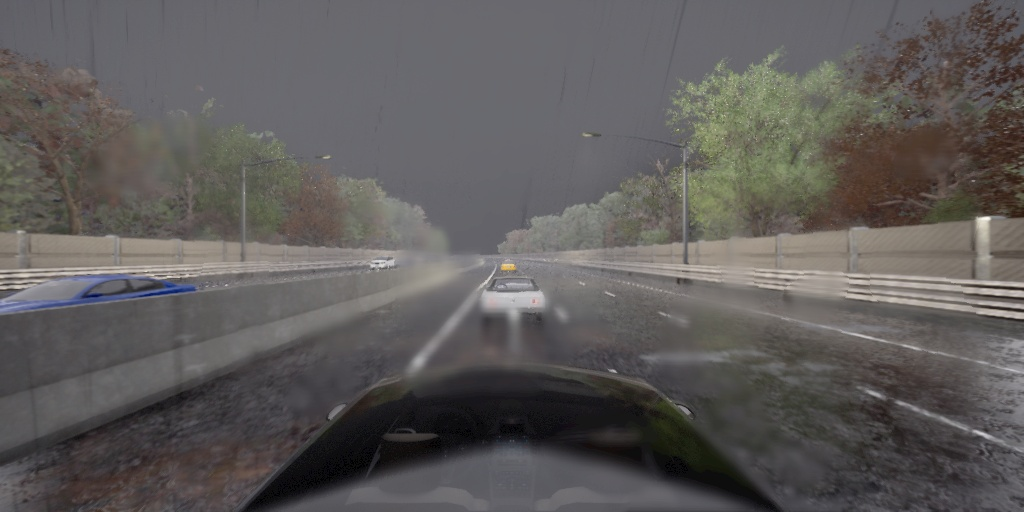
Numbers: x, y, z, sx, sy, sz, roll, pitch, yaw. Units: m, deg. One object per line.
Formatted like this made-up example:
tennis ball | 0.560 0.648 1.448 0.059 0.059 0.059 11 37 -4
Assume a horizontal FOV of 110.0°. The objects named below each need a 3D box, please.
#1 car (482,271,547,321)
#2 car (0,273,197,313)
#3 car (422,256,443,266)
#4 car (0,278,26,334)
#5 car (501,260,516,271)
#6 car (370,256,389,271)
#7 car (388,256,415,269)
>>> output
car | 0.057 1.354 12.424 1.895 1.301 4.718 0 0 0
car | -10.625 1.231 8.980 1.882 1.535 5.008 0 0 0
car | -11.293 0.985 51.380 2.150 2.045 5.566 0 0 -1
car | -14.113 1.301 6.988 2.033 1.411 5.357 0 0 0
car | -0.441 1.221 44.722 1.801 1.575 5.366 0 0 -1
car | -18.284 0.983 51.117 2.150 2.045 5.566 0 0 -1
car | -14.731 1.114 48.880 2.097 1.767 4.553 0 0 -1
